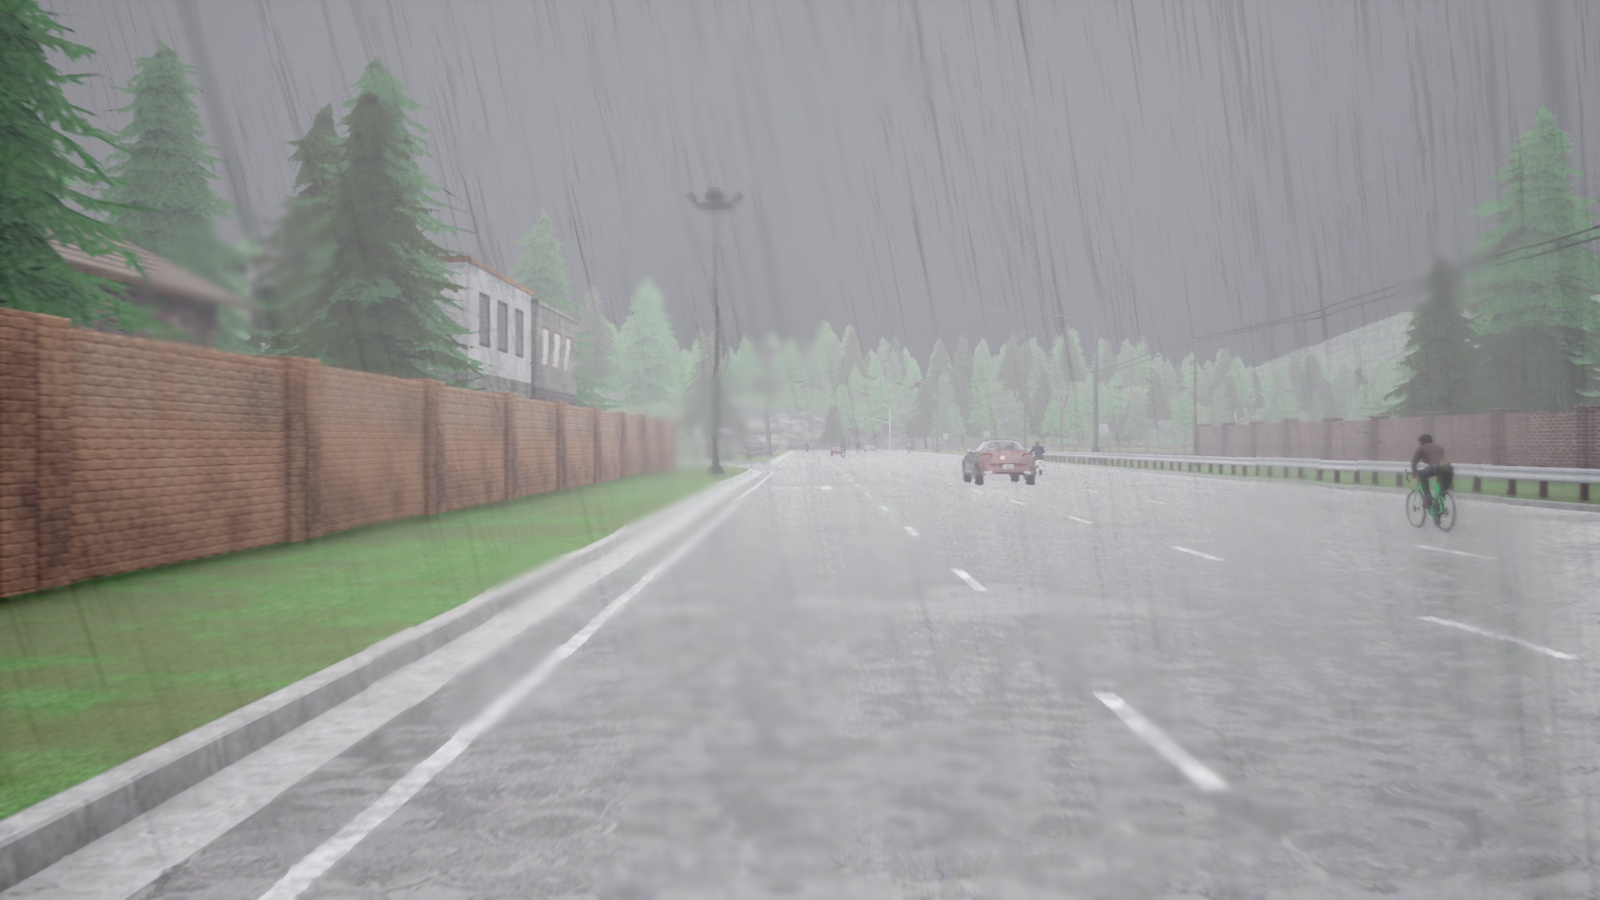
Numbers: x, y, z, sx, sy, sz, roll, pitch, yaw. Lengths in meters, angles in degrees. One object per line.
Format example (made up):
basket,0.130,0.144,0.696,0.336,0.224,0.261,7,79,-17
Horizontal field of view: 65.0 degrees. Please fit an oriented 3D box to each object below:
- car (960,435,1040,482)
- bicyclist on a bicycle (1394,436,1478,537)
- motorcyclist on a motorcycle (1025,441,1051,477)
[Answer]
car,7.278,0.277,46.161,2.152,1.651,5.027,0,0,0
bicyclist on a bicycle,10.635,0.592,21.048,0.582,1.620,1.656,0,0,0
motorcyclist on a motorcycle,10.840,0.394,57.217,0.866,1.590,1.817,0,0,0
